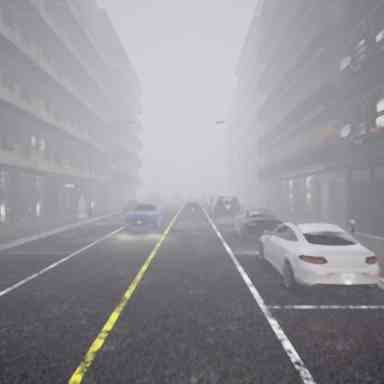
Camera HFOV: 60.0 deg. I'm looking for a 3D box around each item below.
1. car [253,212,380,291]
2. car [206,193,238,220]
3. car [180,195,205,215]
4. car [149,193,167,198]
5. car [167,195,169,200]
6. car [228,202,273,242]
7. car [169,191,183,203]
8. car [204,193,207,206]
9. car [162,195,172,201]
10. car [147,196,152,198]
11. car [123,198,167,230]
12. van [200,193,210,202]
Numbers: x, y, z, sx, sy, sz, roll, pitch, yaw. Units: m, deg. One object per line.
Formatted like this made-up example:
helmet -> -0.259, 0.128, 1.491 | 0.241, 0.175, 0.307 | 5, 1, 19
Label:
car -> 3.023, 1.471, 8.737 | 1.812, 1.442, 4.674 | 0, 0, 0
car -> 2.554, 1.165, 25.822 | 2.192, 1.841, 5.009 | 1, 0, 0
car -> 0.068, 1.346, 31.558 | 1.812, 1.442, 4.674 | 0, 1, 0
car -> -5.293, 1.064, 48.002 | 2.192, 1.841, 5.009 | 1, 0, 0
car -> -5.299, 1.274, 53.535 | 1.887, 1.381, 4.507 | 1, 0, 0
car -> 3.023, 1.431, 15.739 | 1.812, 1.442, 4.674 | 0, 0, 0
car -> -2.751, 0.916, 63.255 | 2.150, 2.045, 5.566 | 0, 0, 0
car -> 2.550, 1.236, 36.885 | 1.967, 1.590, 4.097 | 1, 0, 0
car -> -5.301, 1.263, 70.128 | 1.802, 1.307, 4.206 | 1, 0, 0
car -> -5.298, 1.387, 31.414 | 1.947, 1.339, 4.313 | 1, 0, 0
car -> -2.850, 1.356, 20.494 | 1.882, 1.535, 5.008 | 0, 0, 0
van -> 2.551, 1.037, 64.542 | 1.690, 1.788, 3.998 | 1, 0, 0
